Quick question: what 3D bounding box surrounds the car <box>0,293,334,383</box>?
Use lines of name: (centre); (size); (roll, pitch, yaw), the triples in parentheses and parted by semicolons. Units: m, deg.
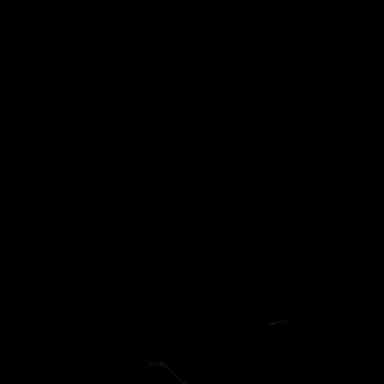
car: (-1.178, 1.601, 2.235); (4.718, 1.301, 1.895); (0, 0, -36)
